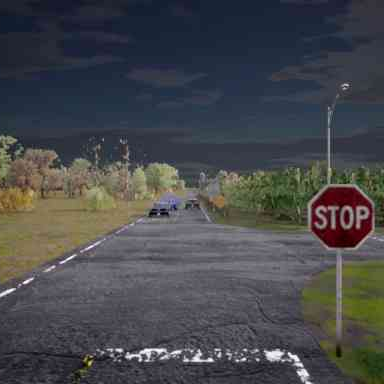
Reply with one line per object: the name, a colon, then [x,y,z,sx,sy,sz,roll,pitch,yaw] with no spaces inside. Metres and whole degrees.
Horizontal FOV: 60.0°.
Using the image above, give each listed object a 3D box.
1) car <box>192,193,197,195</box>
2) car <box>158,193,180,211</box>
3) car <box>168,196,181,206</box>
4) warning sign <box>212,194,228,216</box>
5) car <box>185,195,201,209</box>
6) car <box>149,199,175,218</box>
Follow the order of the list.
car: [0.029,1.433,68.729,1.837,1.490,4.892,0,1,0]
car: [-2.874,1.199,41.306,2.150,2.045,5.566,0,0,0]
car: [-2.863,1.484,54.655,1.812,1.442,4.674,0,0,0]
warning sign: [2.431,1.106,28.701,1.300,1.860,1.060,0,0,0]
car: [0.072,1.480,45.180,1.837,1.490,4.892,0,0,0]
car: [-2.864,1.590,30.772,1.895,1.301,4.718,0,0,0]
